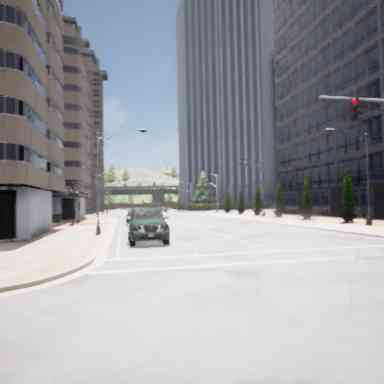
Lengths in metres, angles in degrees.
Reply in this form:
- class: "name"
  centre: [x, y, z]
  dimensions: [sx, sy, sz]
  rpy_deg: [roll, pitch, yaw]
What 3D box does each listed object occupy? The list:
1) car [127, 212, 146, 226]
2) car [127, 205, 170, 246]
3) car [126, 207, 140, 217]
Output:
- class: "car"
  centre: [-6.383, 3.004, 37.873]
  dimensions: [1.994, 1.385, 4.181]
  rpy_deg: [-1, -2, -12]
- class: "car"
  centre: [-2.680, 1.979, 19.996]
  dimensions: [2.150, 2.045, 5.566]
  rpy_deg: [-1, -1, -12]
- class: "car"
  centre: [-9.580, 3.217, 53.668]
  dimensions: [2.128, 1.511, 4.902]
  rpy_deg: [-1, -2, -12]
